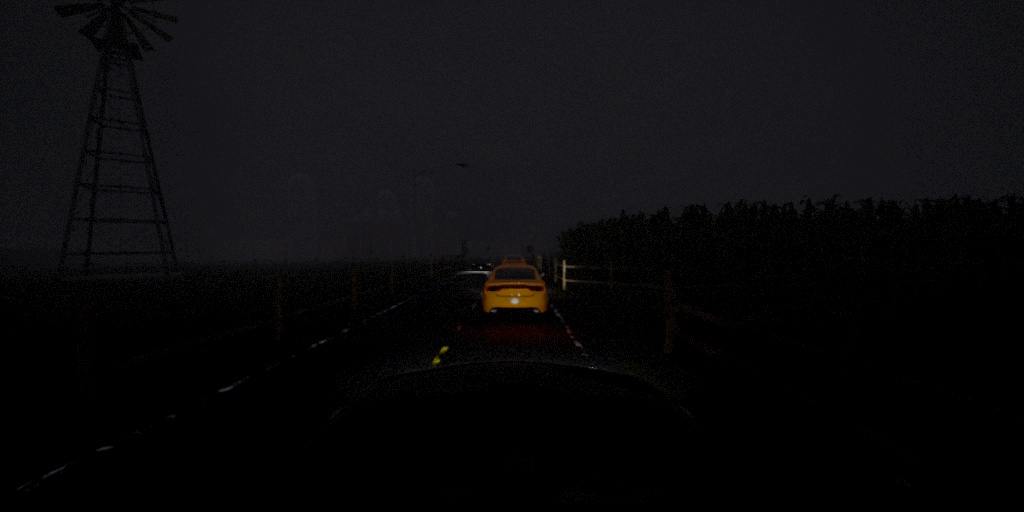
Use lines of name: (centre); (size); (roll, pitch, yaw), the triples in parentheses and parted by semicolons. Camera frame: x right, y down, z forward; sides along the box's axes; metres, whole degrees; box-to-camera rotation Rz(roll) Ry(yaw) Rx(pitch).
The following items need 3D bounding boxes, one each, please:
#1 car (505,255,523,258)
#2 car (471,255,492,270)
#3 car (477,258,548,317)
car: (0.173, 0.625, 28.799); (1.882, 1.535, 5.008); (0, 1, 0)
car: (-2.706, 0.576, 34.182); (2.033, 1.411, 5.357); (0, 1, 1)
car: (0.113, 0.996, 12.076); (1.882, 1.535, 5.008); (0, 1, 1)
